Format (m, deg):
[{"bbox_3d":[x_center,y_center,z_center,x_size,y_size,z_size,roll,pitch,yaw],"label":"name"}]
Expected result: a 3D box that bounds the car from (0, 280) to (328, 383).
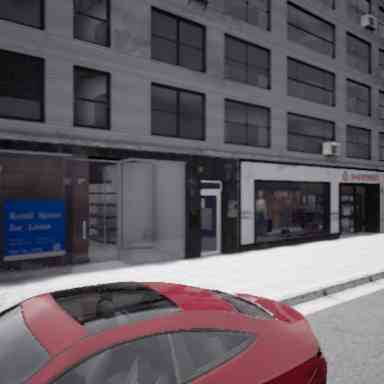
[{"bbox_3d":[-0.867,1.529,2.451,4.674,1.442,1.812,1,0,-36],"label":"car"}]
